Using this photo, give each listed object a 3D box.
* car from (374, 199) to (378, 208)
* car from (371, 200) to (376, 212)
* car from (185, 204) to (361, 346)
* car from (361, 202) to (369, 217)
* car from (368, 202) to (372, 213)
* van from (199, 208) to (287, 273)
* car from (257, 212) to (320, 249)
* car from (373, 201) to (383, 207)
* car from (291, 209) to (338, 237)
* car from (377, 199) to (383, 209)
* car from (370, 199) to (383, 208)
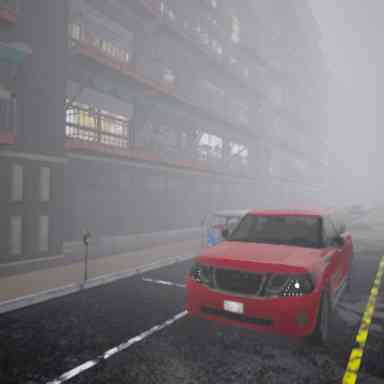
[{"bbox_3d":[29.255,2.377,55.199,1.967,1.590,4.097,1,0,32],"label":"car"},{"bbox_3d":[26.226,2.407,50.403,2.008,1.369,4.403,1,0,32],"label":"car"},{"bbox_3d":[2.068,1.342,7.123,2.150,2.045,5.566,0,-1,32],"label":"car"},{"bbox_3d":[20.172,2.259,40.813,1.947,1.339,4.313,1,0,32],"label":"car"},{"bbox_3d":[23.109,2.297,45.465,1.752,1.417,4.829,1,0,32],"label":"car"},{"bbox_3d":[2.012,1.535,12.043,1.690,1.788,3.998,1,0,32],"label":"van"},{"bbox_3d":[5.036,1.823,16.836,1.887,1.381,4.507,1,0,32],"label":"car"},{"bbox_3d":[44.387,2.917,79.173,1.802,1.307,4.206,1,0,32],"label":"car"},{"bbox_3d":[8.063,1.913,21.632,2.008,1.369,4.403,1,0,32],"label":"car"},{"bbox_3d":[38.334,2.728,69.583,2.008,1.369,4.403,1,0,32],"label":"car"},{"bbox_3d":[41.364,2.571,74.378,2.192,1.841,5.009,1,0,32],"label":"car"}]
